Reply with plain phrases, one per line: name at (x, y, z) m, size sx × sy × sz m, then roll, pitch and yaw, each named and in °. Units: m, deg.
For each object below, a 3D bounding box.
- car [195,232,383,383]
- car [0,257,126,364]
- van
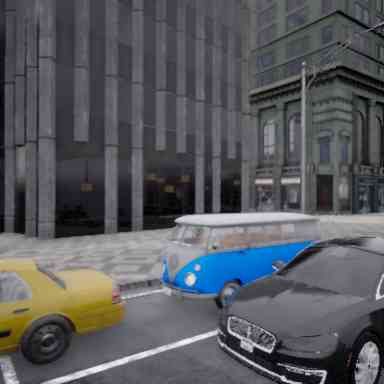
car at (2.605, 1.539, 5.239) m, size 4.892 × 1.490 × 1.837 m, roll 0°, pitch 0°, yaw -36°
car at (-3.302, 1.523, 4.293) m, size 4.829 × 1.417 × 1.752 m, roll 0°, pitch 0°, yaw -36°
van at (1.242, 1.377, 7.539) m, size 3.998 × 1.788 × 1.690 m, roll 0°, pitch 0°, yaw -36°
